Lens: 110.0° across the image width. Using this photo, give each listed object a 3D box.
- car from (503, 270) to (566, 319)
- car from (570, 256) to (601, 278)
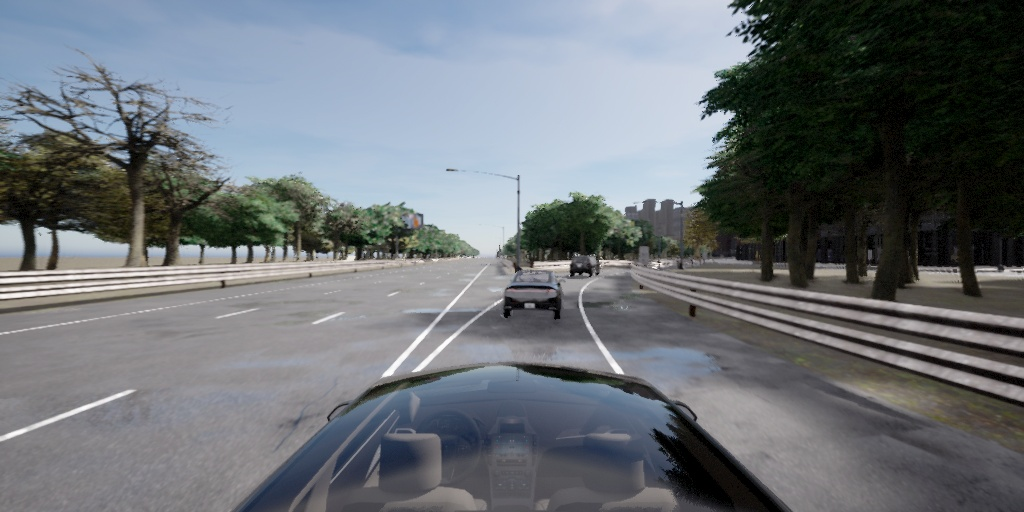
[{"bbox_3d":[0.881,1.254,12.986,2.128,1.511,4.902,0,0,8],"label":"car"},{"bbox_3d":[7.347,1.048,35.744,2.150,2.045,5.566,0,0,24],"label":"car"}]
